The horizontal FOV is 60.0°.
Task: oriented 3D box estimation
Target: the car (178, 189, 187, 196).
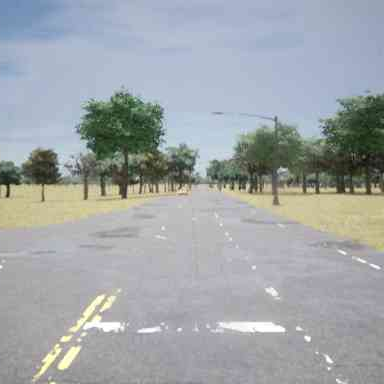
[{"bbox_3d":[-1.998,0.054,71.141,1.882,1.535,5.008,0,1,2],"label":"car"}]
